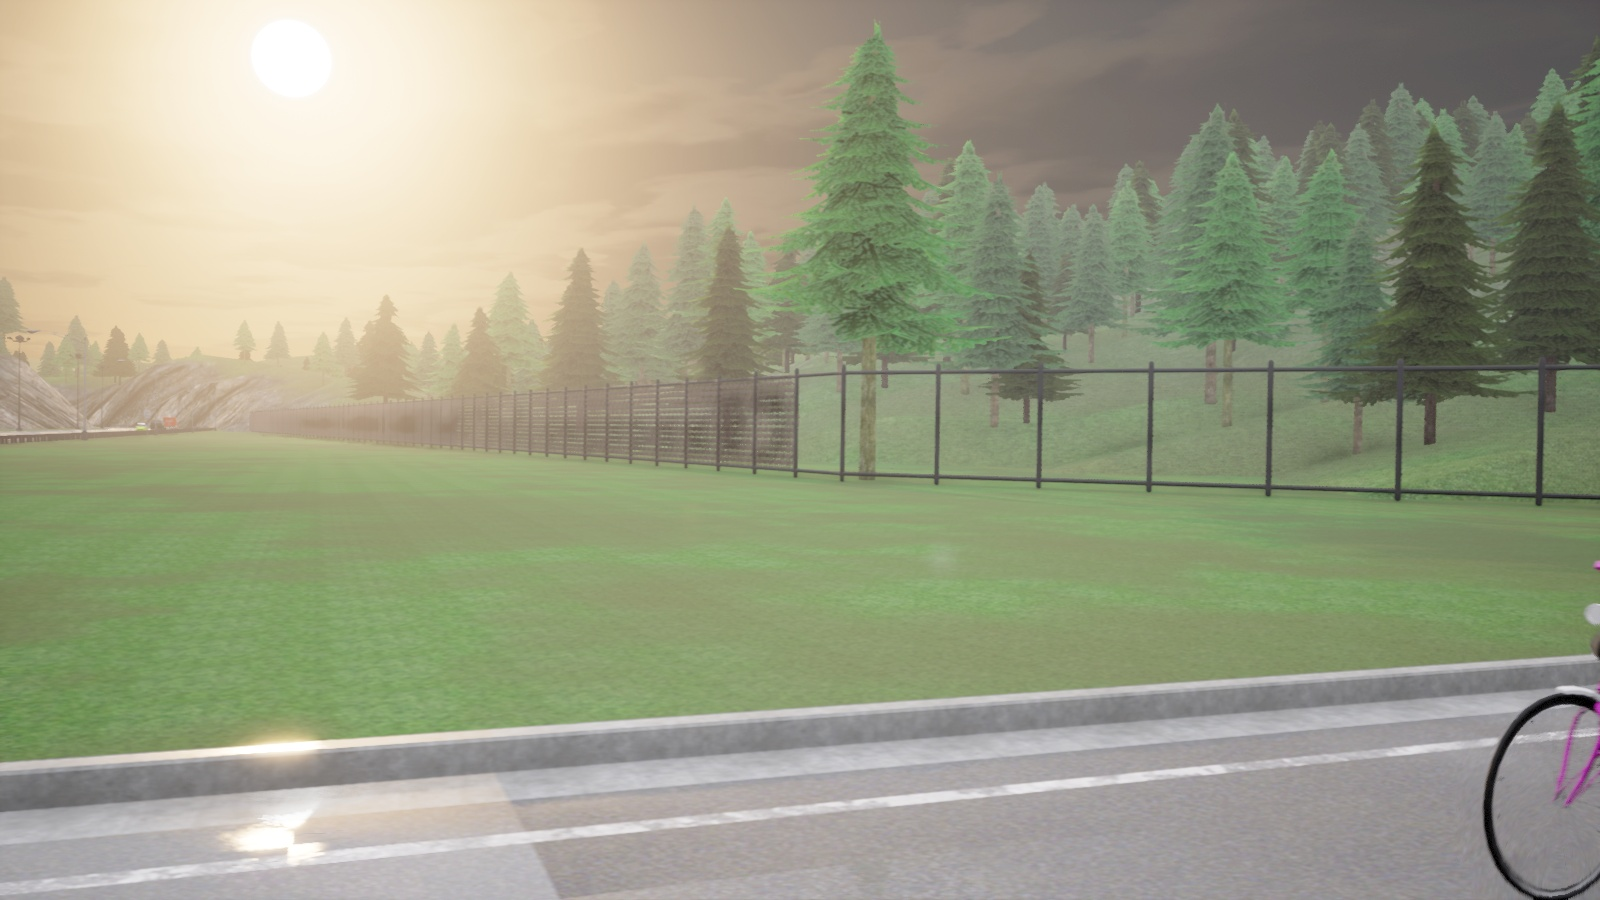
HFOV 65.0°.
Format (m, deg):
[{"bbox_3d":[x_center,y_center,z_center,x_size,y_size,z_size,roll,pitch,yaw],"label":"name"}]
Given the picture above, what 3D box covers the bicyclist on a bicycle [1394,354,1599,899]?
[{"bbox_3d":[3.052,0.591,4.397,1.843,1.776,0.659,0,1,-21],"label":"bicyclist on a bicycle"}]
